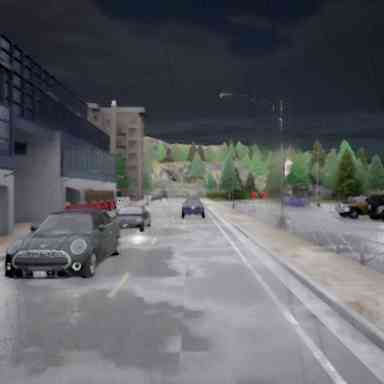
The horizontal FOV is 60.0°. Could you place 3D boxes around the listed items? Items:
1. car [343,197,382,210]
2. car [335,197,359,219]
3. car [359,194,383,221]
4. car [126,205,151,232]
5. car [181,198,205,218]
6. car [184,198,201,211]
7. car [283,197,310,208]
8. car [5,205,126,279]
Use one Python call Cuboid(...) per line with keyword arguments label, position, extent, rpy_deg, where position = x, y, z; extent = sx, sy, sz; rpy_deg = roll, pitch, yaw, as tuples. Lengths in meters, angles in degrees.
Cuboid(label="car", position=(21.305, 1.401, 41.622), extent=(3.806, 1.475, 1.970), rpy_deg=(0, 0, 0))
Cuboid(label="car", position=(13.750, 1.114, 26.017), extent=(4.605, 1.855, 1.932), rpy_deg=(0, 0, 0))
Cuboid(label="car", position=(14.163, 1.093, 23.112), extent=(3.866, 1.878, 1.905), rpy_deg=(0, 0, 0))
Cuboid(label="car", position=(-3.578, 1.526, 20.228), extent=(1.812, 1.442, 4.674), rpy_deg=(0, 0, 0))
Cuboid(label="car", position=(0.101, 1.353, 30.508), extent=(2.097, 1.767, 4.553), rpy_deg=(0, 0, 0))
Cuboid(label="car", position=(0.087, 1.549, 42.474), extent=(2.033, 1.411, 5.357), rpy_deg=(0, 0, 0))
Cuboid(label="car", position=(13.884, 1.391, 44.601), extent=(3.633, 1.501, 1.845), rpy_deg=(0, 0, 0))
Cuboid(label="car", position=(-3.595, 1.352, 10.107), extent=(2.097, 1.767, 4.553), rpy_deg=(0, 0, 0))
